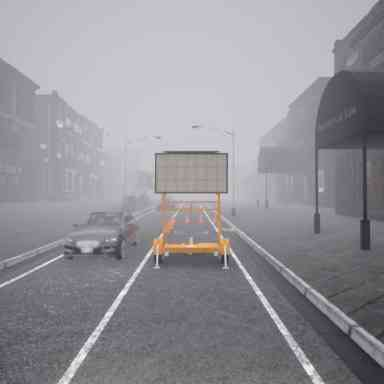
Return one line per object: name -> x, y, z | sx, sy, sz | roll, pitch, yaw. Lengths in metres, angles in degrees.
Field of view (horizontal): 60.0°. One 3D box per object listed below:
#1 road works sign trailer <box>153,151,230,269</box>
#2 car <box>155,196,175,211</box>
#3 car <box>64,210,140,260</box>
road works sign trailer -> -0.018, 0.442, 11.091 | 2.380, 3.560, 2.880 | 0, 0, 0
car -> -3.119, 1.303, 39.611 | 2.097, 1.767, 4.553 | 0, 0, 0
car -> -3.136, 1.466, 12.367 | 2.128, 1.511, 4.902 | 0, 0, 0
